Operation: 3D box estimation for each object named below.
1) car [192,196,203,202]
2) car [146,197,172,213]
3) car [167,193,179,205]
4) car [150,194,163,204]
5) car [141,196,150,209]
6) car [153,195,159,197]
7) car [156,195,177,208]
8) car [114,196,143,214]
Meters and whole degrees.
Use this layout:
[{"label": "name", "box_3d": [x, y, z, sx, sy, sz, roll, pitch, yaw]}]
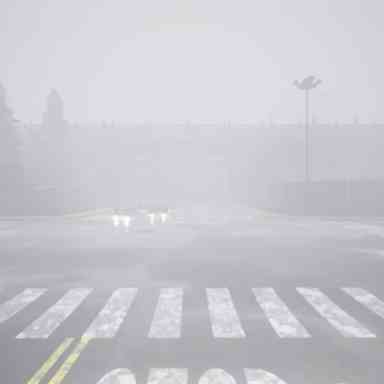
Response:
[{"label": "car", "box_3d": [1.232, 1.594, 77.928, 1.994, 1.385, 4.181, 0, 0, 14]}, {"label": "car", "box_3d": [-3.551, 1.583, 36.395, 1.994, 1.385, 4.181, 0, 0, 0]}, {"label": "car", "box_3d": [-3.493, 1.253, 57.552, 2.150, 2.045, 5.566, 0, 0, 1]}, {"label": "car", "box_3d": [-6.947, 1.387, 66.065, 2.097, 1.767, 4.553, 0, 0, 1]}, {"label": "car", "box_3d": [-7.043, 1.376, 44.839, 2.097, 1.767, 4.553, 0, 0, 0]}, {"label": "car", "box_3d": [-6.986, 1.577, 55.411, 2.033, 1.411, 5.357, 0, 0, 1]}, {"label": "car", "box_3d": [-3.548, 1.572, 45.630, 2.033, 1.411, 5.357, 0, 0, 0]}, {"label": "car", "box_3d": [-7.055, 1.511, 35.874, 2.128, 1.511, 4.902, 0, 0, 0]}]
